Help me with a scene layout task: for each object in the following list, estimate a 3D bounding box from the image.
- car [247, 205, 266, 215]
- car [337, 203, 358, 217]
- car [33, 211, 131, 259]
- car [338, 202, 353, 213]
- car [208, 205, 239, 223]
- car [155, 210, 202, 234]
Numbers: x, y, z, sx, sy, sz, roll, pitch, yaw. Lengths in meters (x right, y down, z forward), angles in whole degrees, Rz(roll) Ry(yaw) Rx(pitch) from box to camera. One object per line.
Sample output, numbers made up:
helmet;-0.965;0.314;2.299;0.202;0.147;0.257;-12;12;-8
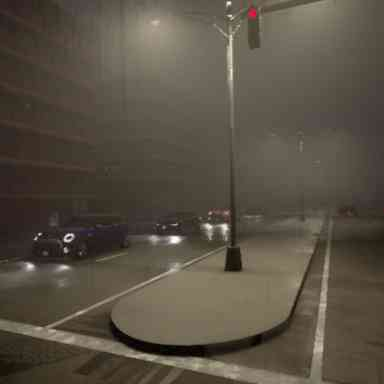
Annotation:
car;9.067;2.512;46.692;1.994;1.385;4.181;-2;-2;24
car;18.433;2.114;39.284;1.837;1.490;4.892;-2;-1;23
car;-4.673;1.790;14.713;2.097;1.767;4.553;-2;-1;23
car;22.475;2.287;48.772;1.812;1.442;4.674;-2;-1;23
car;3.196;2.084;33.134;2.097;1.767;4.553;-2;-1;23
car;-0.847;2.087;23.663;1.837;1.490;4.892;-2;-2;23
